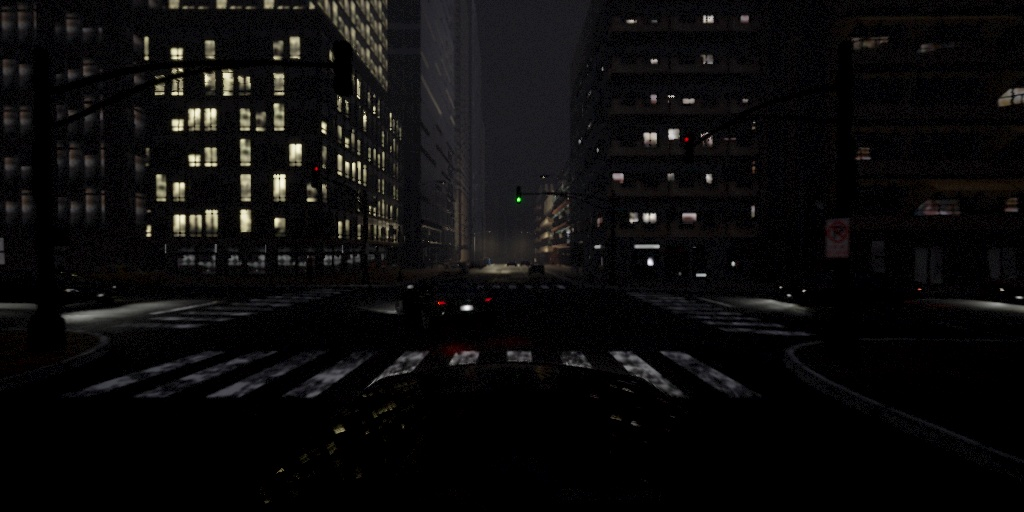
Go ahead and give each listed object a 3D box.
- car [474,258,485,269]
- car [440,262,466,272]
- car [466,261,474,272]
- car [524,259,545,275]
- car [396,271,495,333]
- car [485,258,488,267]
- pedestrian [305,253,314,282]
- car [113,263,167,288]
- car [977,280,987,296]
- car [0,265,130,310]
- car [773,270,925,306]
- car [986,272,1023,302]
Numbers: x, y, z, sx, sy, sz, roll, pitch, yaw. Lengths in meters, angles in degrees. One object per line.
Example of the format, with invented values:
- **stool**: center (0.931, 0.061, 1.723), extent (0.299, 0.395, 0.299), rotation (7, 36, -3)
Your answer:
- **car**: center (-5.711, 1.382, 56.402), extent (1.888, 1.381, 4.507), rotation (0, 0, 0)
- **car**: center (-5.703, 1.325, 33.614), extent (1.751, 1.417, 4.829), rotation (0, 0, 0)
- **car**: center (-5.705, 1.375, 39.438), extent (1.948, 1.339, 4.313), rotation (0, 0, 0)
- **car**: center (2.675, 1.359, 39.442), extent (2.007, 1.370, 4.403), rotation (0, 0, 0)
- **car**: center (-2.169, 1.327, 11.072), extent (1.994, 1.385, 4.181), rotation (0, 0, -30)
- **car**: center (-5.713, 1.428, 62.056), extent (1.802, 1.307, 4.207), rotation (0, 0, 0)
- **pedestrian**: center (-12.556, 0.711, 22.301), extent (0.375, 1.860, 0.375), rotation (0, 0, 1)
- **car**: center (-21.674, 1.063, 19.460), extent (4.829, 1.417, 1.751), rotation (0, 0, 1)
- **car**: center (27.368, 1.494, 18.825), extent (4.507, 1.381, 1.888), rotation (0, 0, 1)
- **car**: center (-17.863, 1.180, 13.637), extent (4.674, 1.442, 1.812), rotation (1, 1, 2)
- **car**: center (15.348, 1.436, 16.391), extent (5.357, 1.411, 2.033), rotation (0, 1, 1)
- **car**: center (25.697, 1.521, 16.251), extent (5.357, 1.411, 2.033), rotation (0, 1, 1)
